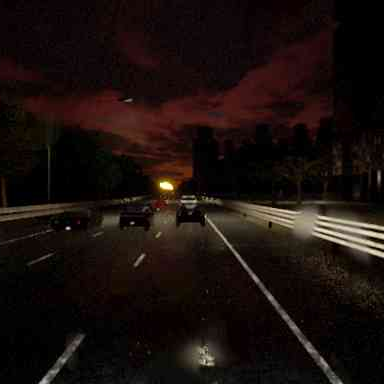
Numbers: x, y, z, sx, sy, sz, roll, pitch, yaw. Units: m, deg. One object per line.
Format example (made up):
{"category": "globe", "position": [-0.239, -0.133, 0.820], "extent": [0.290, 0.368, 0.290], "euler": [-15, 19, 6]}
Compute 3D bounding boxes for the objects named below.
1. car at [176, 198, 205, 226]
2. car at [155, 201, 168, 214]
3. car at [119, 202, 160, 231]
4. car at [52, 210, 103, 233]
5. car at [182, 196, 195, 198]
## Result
{"category": "car", "position": [-0.136, 1.564, 25.642], "extent": [2.097, 1.767, 4.553], "euler": [0, 0, -1]}
{"category": "car", "position": [-3.898, 1.827, 40.314], "extent": [1.812, 1.442, 4.674], "euler": [0, 0, -1]}
{"category": "car", "position": [-3.586, 1.682, 22.311], "extent": [2.128, 1.511, 4.902], "euler": [0, 0, -1]}
{"category": "car", "position": [-7.069, 1.785, 21.111], "extent": [1.895, 1.301, 4.718], "euler": [0, 0, -1]}
{"category": "car", "position": [-0.416, 1.525, 41.298], "extent": [2.150, 2.045, 5.566], "euler": [0, 0, -1]}
